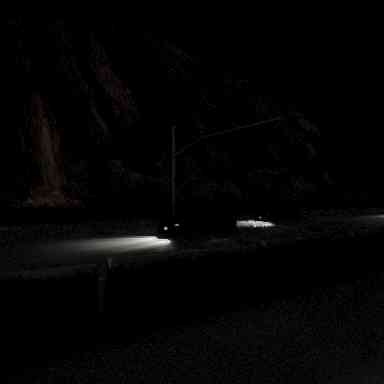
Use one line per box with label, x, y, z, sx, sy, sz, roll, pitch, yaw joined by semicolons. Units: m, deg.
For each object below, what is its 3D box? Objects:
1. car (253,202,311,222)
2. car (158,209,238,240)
car;7.262;1.527;26.442;5.357;1.411;2.033;0;0;-36
car;0.363;1.564;17.152;4.181;1.385;1.994;0;0;-36
